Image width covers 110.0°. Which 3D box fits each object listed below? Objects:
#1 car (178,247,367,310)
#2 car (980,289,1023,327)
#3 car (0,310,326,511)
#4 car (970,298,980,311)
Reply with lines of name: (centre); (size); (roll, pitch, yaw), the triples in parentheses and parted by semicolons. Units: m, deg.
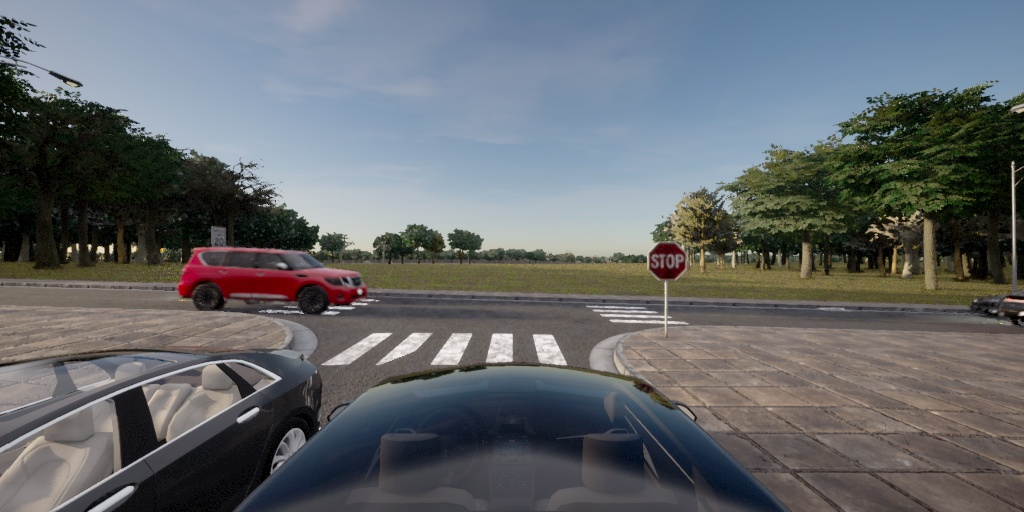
car: (-7.925, 0.774, 12.159); (5.566, 2.045, 2.150); (2, -1, 0)
car: (19.764, 1.826, 12.114); (4.902, 1.511, 2.128); (2, -1, 0)
car: (-2.637, 1.300, 1.687); (2.007, 1.370, 4.403); (0, 0, 0)
car: (22.900, 2.004, 15.057); (5.357, 1.411, 2.033); (2, -1, 0)
